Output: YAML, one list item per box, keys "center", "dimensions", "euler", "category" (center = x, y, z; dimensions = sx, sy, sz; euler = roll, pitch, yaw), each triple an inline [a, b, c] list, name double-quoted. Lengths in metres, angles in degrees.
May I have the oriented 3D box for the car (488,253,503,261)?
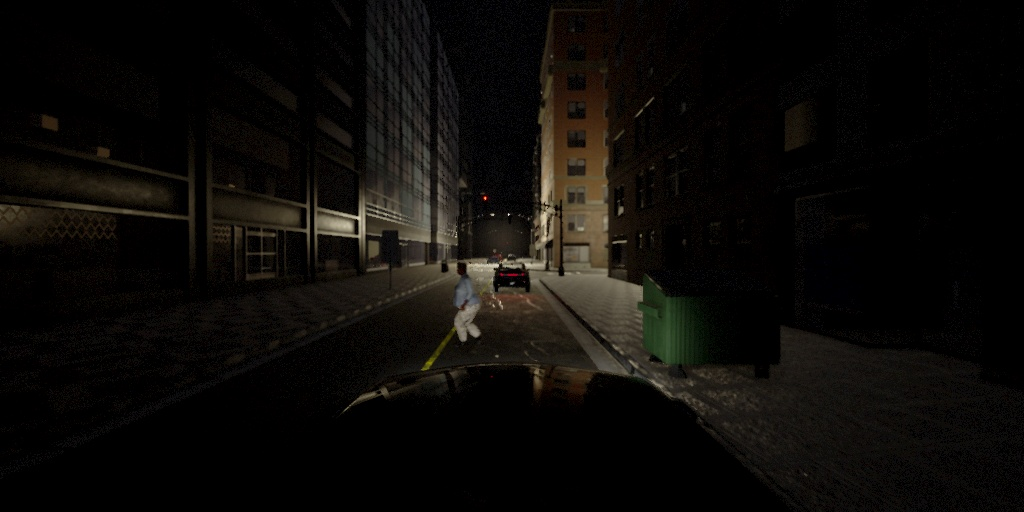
- center: [-3.105, 0.696, 61.891]
  dimensions: [1.994, 1.385, 4.181]
  euler: [0, 1, 0]
  category: "car"

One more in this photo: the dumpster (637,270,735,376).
- center: [3.131, 1.097, 6.892]
  dimensions: [1.020, 1.700, 1.940]
  euler: [0, 0, 0]
  category: "dumpster"

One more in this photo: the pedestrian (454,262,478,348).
- center: [-0.974, 0.987, 7.523]
  dimensions: [0.375, 1.860, 0.375]
  euler: [0, 1, -10]
  category: "pedestrian"

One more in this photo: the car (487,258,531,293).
- center: [0.024, 1.070, 19.392]
  dimensions: [2.128, 1.511, 4.902]
  euler: [0, 1, 0]
  category: "car"
